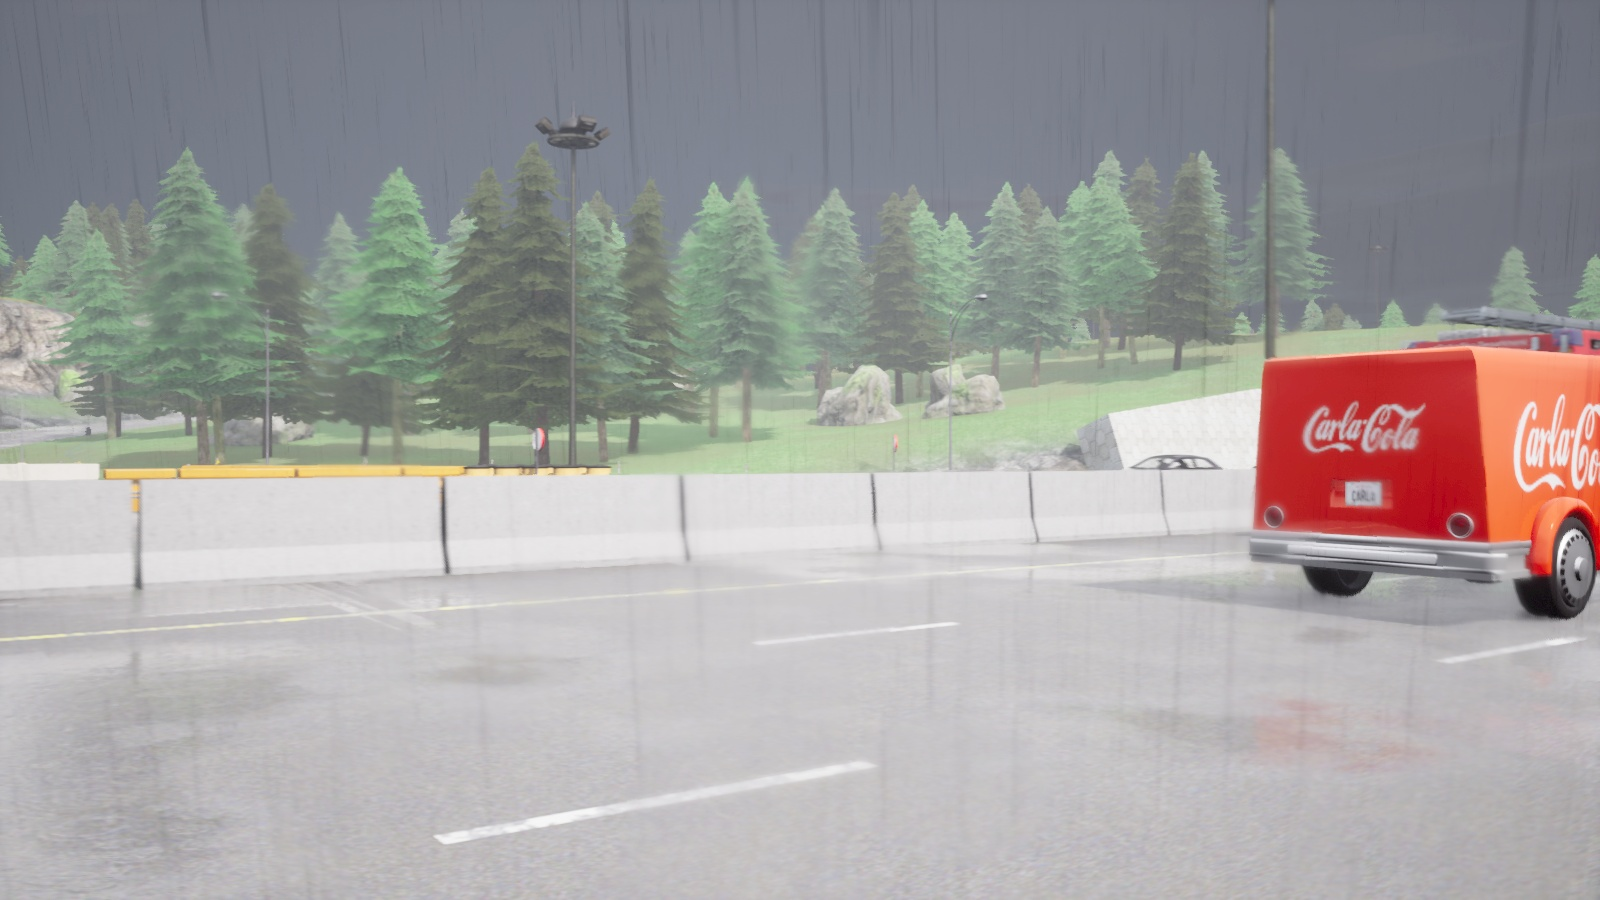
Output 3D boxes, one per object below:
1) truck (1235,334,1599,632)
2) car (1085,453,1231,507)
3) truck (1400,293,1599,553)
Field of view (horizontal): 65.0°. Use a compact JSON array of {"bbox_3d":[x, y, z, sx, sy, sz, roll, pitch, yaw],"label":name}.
[{"bbox_3d":[7.241,0.275,12.965,5.204,2.467,2.627,0,0,-35],"label":"truck"},{"bbox_3d":[10.428,0.826,36.503,4.193,1.474,1.816,0,0,-35],"label":"car"},{"bbox_3d":[14.287,-0.396,22.136,8.468,3.827,2.891,0,0,-35],"label":"truck"}]
